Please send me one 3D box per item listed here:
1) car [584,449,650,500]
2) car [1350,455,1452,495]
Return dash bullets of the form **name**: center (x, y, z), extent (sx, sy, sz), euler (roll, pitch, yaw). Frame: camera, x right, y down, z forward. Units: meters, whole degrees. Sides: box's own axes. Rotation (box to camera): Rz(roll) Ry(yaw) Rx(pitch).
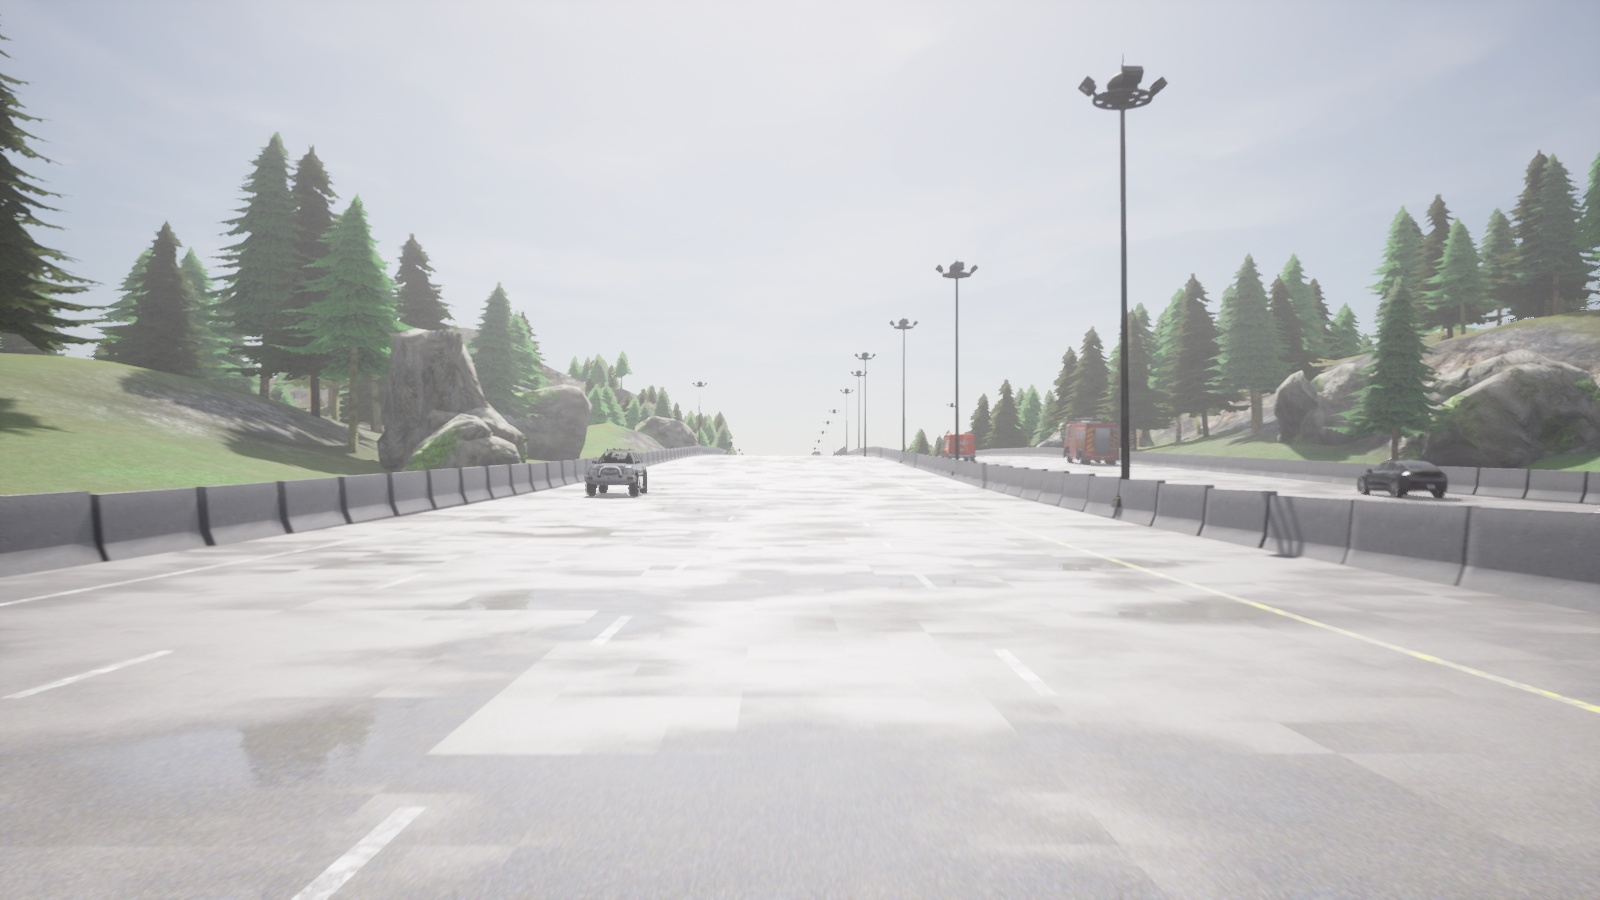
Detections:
- **car**: center (-7.123, 0.907, 49.254), extent (1.932, 1.855, 4.605), euler (0, 0, 0)
- **car**: center (24.373, 0.959, 51.137), extent (1.837, 1.490, 4.892), euler (0, 0, 0)
